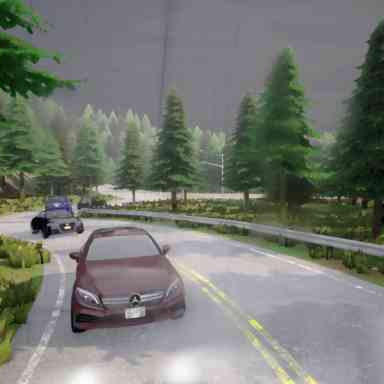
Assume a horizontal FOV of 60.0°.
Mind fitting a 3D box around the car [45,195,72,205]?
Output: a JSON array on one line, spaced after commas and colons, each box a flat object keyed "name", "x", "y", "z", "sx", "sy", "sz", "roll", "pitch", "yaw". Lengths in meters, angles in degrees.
[{"name": "car", "x": -12.898, "y": 1.326, "z": 32.240, "sx": 2.150, "sy": 2.045, "sz": 5.566, "roll": -1, "pitch": 0, "yaw": -18}]

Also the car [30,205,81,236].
[{"name": "car", "x": -7.598, "y": 1.672, "z": 18.566, "sx": 1.994, "sy": 1.385, "sz": 4.181, "roll": -4, "pitch": 2, "yaw": -38}]

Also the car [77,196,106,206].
[{"name": "car", "x": -12.765, "y": 1.289, "z": 42.833, "sx": 2.097, "sy": 1.767, "sz": 4.553, "roll": 2, "pitch": 2, "yaw": 13}]

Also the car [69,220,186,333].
[{"name": "car", "x": -1.529, "y": 1.523, "z": 7.111, "sx": 1.812, "sy": 1.442, "sz": 4.674, "roll": -2, "pitch": 0, "yaw": -17}]
